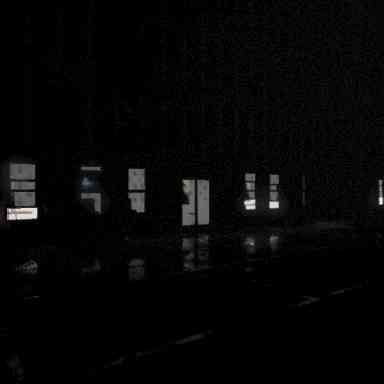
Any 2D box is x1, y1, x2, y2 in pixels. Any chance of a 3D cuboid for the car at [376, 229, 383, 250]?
[{"bbox_3d":[8.819,1.541,12.851,4.403,1.369,2.008,0,0,-36],"label":"car"}]
